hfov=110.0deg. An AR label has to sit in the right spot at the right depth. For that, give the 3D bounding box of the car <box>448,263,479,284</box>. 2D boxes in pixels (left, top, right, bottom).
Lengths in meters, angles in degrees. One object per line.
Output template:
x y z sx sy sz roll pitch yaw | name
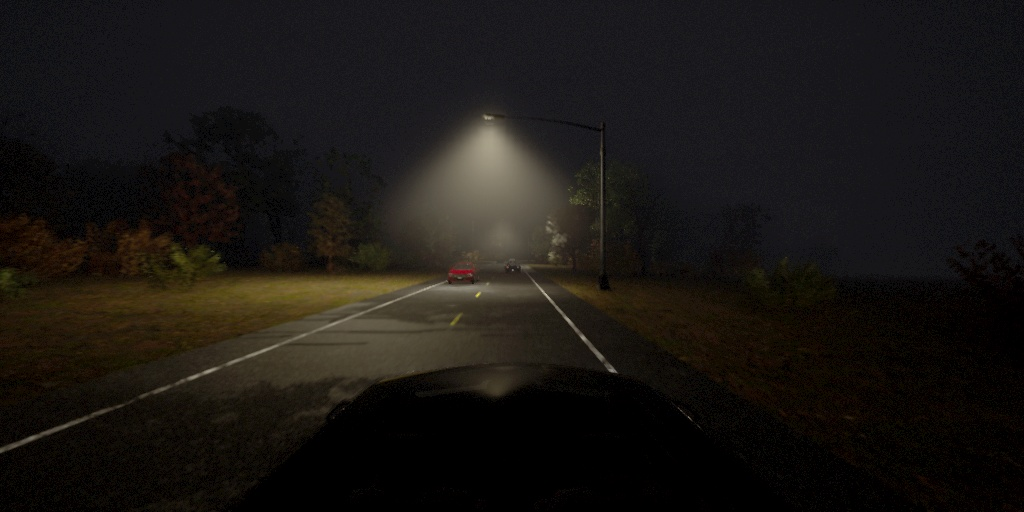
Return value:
-3.585 1.245 27.157 1.882 1.535 5.008 0 0 0 | car

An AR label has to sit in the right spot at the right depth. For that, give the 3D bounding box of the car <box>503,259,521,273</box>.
0.093 1.386 44.290 1.895 1.301 4.718 0 0 0 | car
